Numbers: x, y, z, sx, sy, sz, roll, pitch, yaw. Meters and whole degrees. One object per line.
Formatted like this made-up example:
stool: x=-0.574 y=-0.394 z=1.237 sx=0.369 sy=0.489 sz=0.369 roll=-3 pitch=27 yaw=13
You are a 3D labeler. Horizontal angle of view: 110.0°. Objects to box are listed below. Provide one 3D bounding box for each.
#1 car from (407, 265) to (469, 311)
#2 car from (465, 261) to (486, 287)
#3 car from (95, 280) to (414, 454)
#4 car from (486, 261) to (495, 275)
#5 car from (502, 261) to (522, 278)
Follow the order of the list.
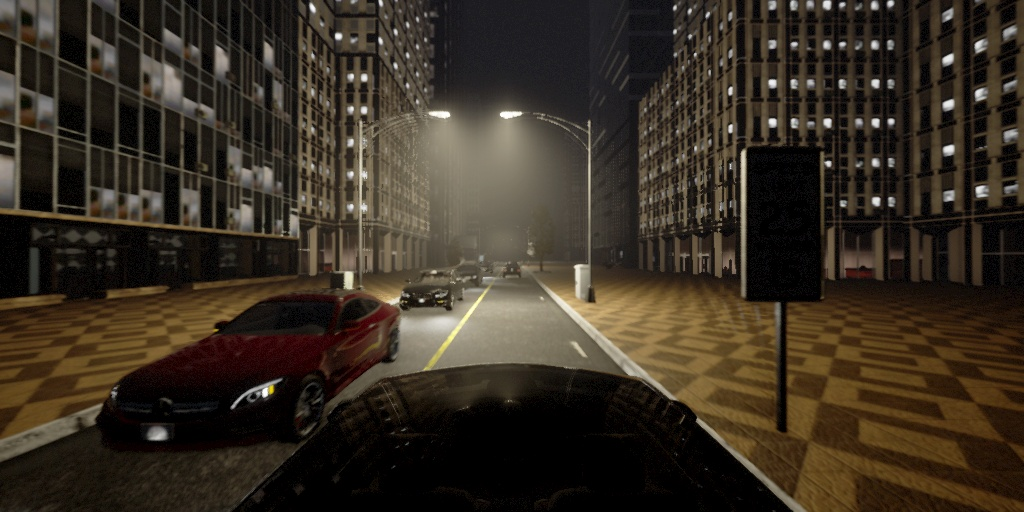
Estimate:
car: x=-3.095 y=1.280 z=14.741 sx=1.837 sy=1.490 sz=4.892 roll=0 pitch=0 yaw=0
car: x=-3.089 y=1.321 z=25.252 sx=1.812 sy=1.442 sz=4.674 roll=0 pitch=0 yaw=0
car: x=-3.094 y=1.283 z=5.460 sx=1.812 sy=1.442 sz=4.674 roll=0 pitch=0 yaw=0
car: x=-3.001 y=1.265 z=40.602 sx=2.128 sy=1.511 sz=4.902 roll=0 pitch=0 yaw=0
car: x=0.000 y=1.364 z=35.613 sx=2.033 sy=1.411 sz=5.357 roll=0 pitch=0 yaw=0
